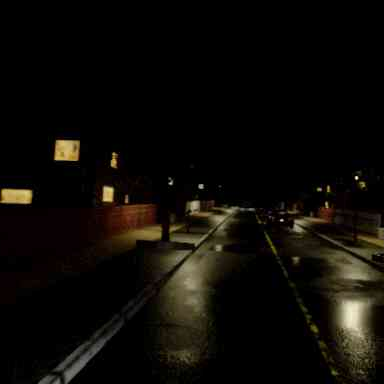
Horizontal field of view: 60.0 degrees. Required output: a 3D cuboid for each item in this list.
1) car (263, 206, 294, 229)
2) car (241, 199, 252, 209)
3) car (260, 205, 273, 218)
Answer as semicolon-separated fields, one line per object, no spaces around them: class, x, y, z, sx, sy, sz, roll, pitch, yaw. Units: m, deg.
car;7.220;2.163;27.408;1.994;1.385;4.181;2;-1;10
car;12.053;2.548;73.587;2.150;2.045;5.566;2;-1;9
car;9.219;2.318;39.414;1.837;1.490;4.892;2;0;10
